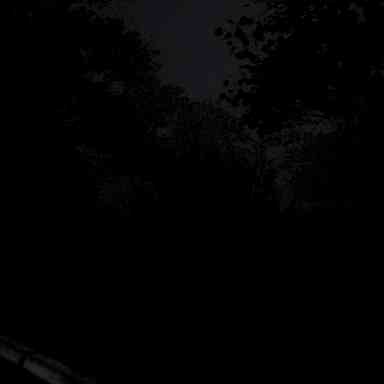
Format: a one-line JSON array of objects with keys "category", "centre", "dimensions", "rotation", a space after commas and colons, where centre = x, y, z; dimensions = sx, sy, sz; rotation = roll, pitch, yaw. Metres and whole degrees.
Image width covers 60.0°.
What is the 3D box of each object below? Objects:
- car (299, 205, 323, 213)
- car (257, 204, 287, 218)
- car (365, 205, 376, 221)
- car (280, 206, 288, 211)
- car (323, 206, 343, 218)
[{"category": "car", "centre": [14.944, 2.391, 40.140], "dimensions": [2.231, 1.521, 4.892], "rotation": [0, 0, 35]}, {"category": "car", "centre": [10.531, 2.425, 43.509], "dimensions": [1.946, 1.575, 5.366], "rotation": [0, 0, 36]}, {"category": "car", "centre": [19.440, 2.228, 36.887], "dimensions": [2.185, 1.767, 4.553], "rotation": [0, 0, 35]}, {"category": "car", "centre": [12.665, 2.438, 41.723], "dimensions": [2.163, 1.488, 4.792], "rotation": [0, 0, 36]}, {"category": "car", "centre": [17.196, 2.371, 38.519], "dimensions": [2.097, 1.535, 5.008], "rotation": [0, 0, 35]}]
